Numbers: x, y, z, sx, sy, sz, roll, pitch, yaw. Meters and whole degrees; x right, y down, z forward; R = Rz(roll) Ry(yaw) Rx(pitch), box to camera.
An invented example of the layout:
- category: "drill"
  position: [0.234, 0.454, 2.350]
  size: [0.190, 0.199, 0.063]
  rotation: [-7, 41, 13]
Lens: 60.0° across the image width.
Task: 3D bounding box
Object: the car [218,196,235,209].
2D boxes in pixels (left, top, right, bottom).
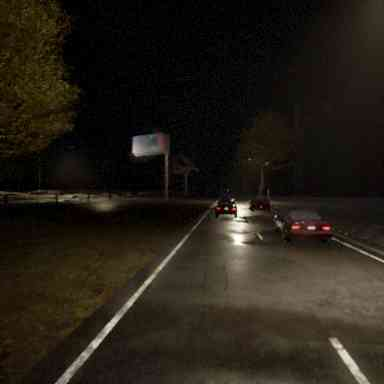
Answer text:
- category: "car"
  position: [4.412, 1.308, 42.578]
  size: [1.994, 1.385, 4.181]
  rotation: [1, 1, 6]

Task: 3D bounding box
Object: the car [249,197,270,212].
- category: "car"
  position: [7.263, 1.326, 36.007]
  size: [1.882, 1.535, 5.008]
  rotation: [1, 0, 6]

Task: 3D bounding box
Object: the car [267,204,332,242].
- category: "car"
  position: [5.192, 1.515, 16.221]
  size: [2.033, 1.411, 5.357]
  rotation: [1, 0, 6]

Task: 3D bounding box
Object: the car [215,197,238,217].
- category: "car"
  position: [2.998, 1.373, 28.860]
  size: [2.033, 1.411, 5.357]
  rotation: [1, 0, 6]
